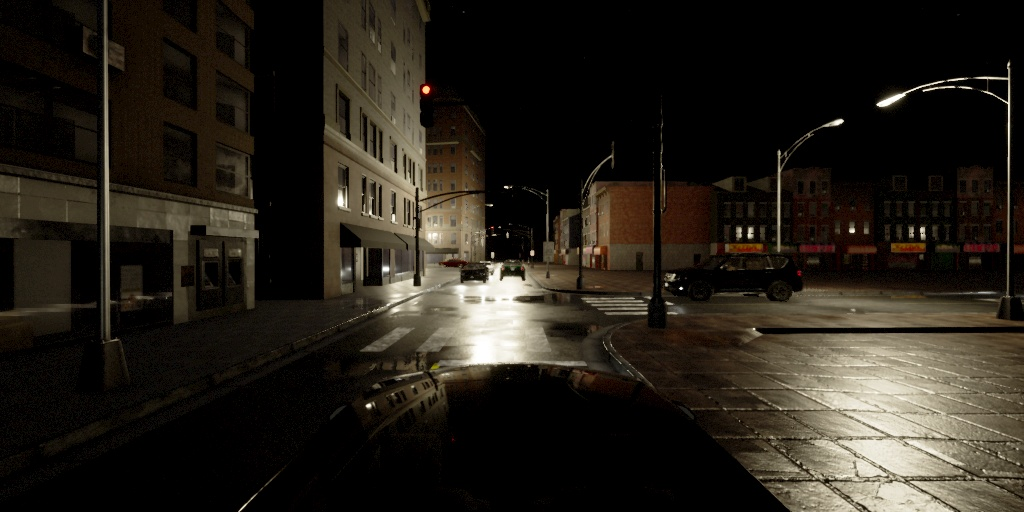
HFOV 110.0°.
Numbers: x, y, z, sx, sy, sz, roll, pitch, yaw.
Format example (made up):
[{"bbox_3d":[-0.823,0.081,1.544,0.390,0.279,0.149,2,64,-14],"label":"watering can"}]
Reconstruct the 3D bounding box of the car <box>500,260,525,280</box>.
[{"bbox_3d":[0.053,1.106,31.590,2.097,1.767,4.553,0,0,0],"label":"car"}]

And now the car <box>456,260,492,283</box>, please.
[{"bbox_3d":[-2.838,1.231,27.929,1.882,1.535,5.008,0,0,0],"label":"car"}]

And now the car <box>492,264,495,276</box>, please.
[{"bbox_3d":[-2.852,1.282,38.077,1.812,1.442,4.674,0,0,0],"label":"car"}]

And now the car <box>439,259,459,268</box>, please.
[{"bbox_3d":[-10.296,1.291,62.598,5.008,1.535,1.882,0,0,10],"label":"car"}]

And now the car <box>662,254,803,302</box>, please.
[{"bbox_3d":[9.748,0.926,16.087,5.566,2.045,2.150,0,0,2],"label":"car"}]
